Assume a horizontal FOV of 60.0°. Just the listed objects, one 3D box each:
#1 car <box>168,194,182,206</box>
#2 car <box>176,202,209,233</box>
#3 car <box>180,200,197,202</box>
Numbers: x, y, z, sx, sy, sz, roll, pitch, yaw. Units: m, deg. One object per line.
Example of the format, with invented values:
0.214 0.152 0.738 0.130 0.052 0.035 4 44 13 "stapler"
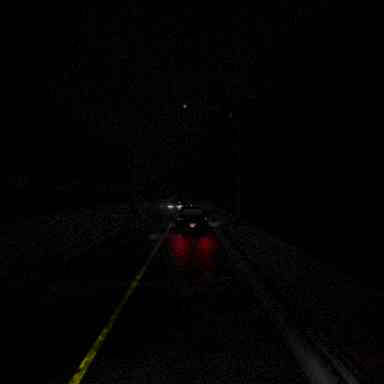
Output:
-3.056 1.429 60.833 2.150 2.045 5.566 0 0 0 "car"
0.014 1.560 19.717 1.812 1.442 4.674 0 0 0 "car"
-0.079 1.641 41.382 2.033 1.411 5.357 0 0 0 "car"
